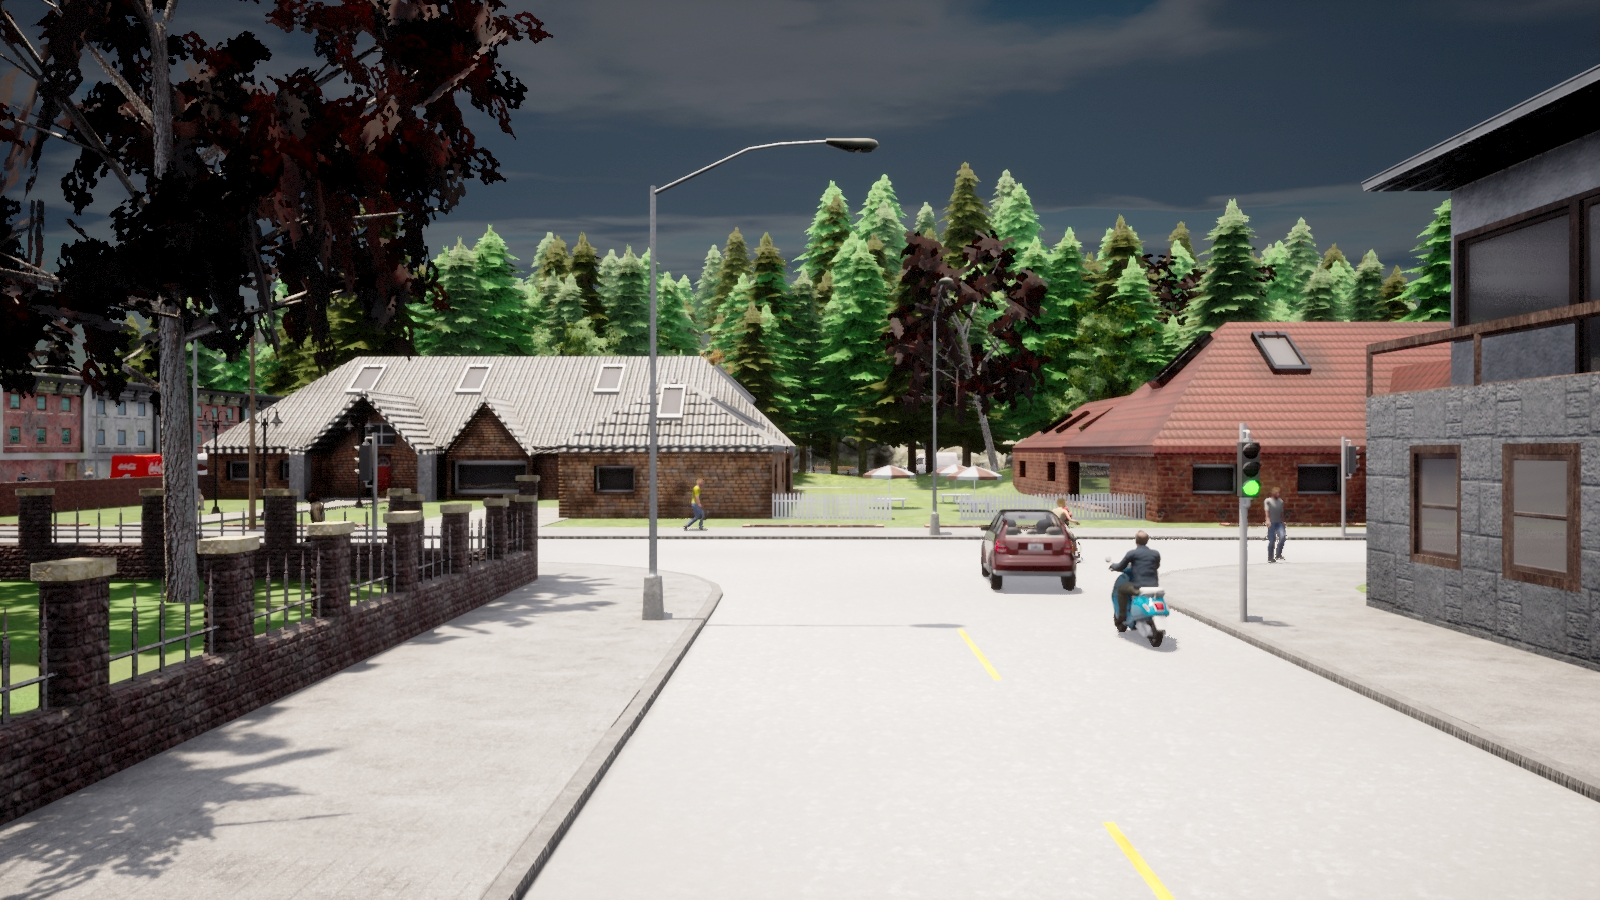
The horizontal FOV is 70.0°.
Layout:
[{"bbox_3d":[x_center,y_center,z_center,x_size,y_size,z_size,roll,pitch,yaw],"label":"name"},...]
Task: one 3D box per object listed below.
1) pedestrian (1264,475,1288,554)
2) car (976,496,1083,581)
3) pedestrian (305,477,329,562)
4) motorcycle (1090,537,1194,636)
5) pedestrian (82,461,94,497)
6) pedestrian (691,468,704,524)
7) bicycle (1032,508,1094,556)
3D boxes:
[{"bbox_3d":[11.410,1.538,27.397,0.375,1.860,0.375,0,0,-9],"label":"pedestrian"},{"bbox_3d":[4.753,1.799,24.124,1.789,1.549,3.705,0,-1,5],"label":"car"},{"bbox_3d":[-10.653,1.523,25.206,0.375,1.860,0.375,0,0,4],"label":"pedestrian"},{"bbox_3d":[4.993,1.962,16.803,0.856,1.236,1.805,0,0,-5],"label":"motorcycle"},{"bbox_3d":[-37.154,1.524,59.619,0.375,1.860,0.375,0,0,8],"label":"pedestrian"},{"bbox_3d":[-3.413,1.524,38.022,0.375,1.860,0.375,0,0,2],"label":"pedestrian"},{"bbox_3d":[6.571,2.036,28.503,0.859,1.080,1.487,0,0,44],"label":"bicycle"}]
